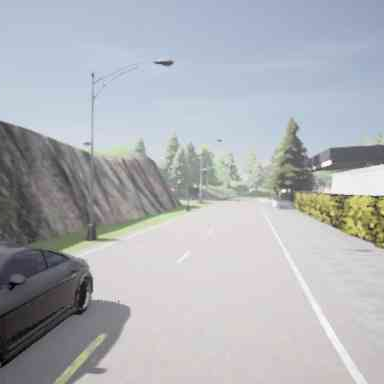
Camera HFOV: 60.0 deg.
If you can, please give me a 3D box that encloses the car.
[{"bbox_3d":[-3.048,1.504,4.772,1.994,1.385,4.181,1,0,7],"label":"car"}]
